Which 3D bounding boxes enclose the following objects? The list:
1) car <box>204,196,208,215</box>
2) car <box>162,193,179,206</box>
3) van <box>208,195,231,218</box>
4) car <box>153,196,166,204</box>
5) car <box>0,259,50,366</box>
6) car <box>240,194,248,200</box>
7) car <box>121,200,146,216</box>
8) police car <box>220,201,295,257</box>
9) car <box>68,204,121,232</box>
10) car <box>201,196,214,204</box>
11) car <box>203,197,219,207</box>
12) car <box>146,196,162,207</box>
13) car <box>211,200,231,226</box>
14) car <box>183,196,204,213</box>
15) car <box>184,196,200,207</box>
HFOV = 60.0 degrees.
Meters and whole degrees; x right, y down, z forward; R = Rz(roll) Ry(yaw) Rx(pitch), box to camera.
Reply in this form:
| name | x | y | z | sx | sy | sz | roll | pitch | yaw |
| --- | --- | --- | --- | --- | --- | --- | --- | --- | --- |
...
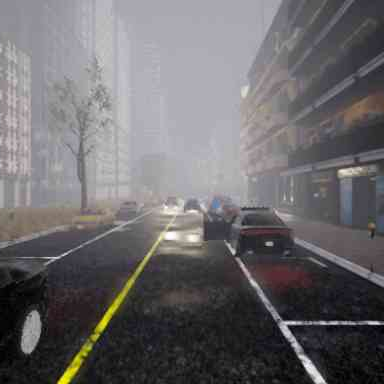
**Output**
| name | x | y | z | sx | sy | sz | roll | pitch | yaw |
| --- | --- | --- | --- | --- | --- | --- | --- | --- | --- |
| car | 2.696 | 1.309 | 36.119 | 1.967 | 1.590 | 4.097 | 0 | 0 | 0 |
| car | -2.992 | 1.341 | 50.149 | 1.837 | 1.490 | 4.892 | 0 | 0 | 0 |
| van | 2.695 | 1.228 | 30.586 | 1.690 | 1.788 | 3.998 | 0 | 0 | 0 |
| car | -5.679 | 1.344 | 58.252 | 1.887 | 1.381 | 4.507 | 0 | 0 | 0 |
| car | -3.100 | 1.465 | 3.053 | 1.882 | 1.535 | 5.008 | 0 | 0 | 0 |
| car | 13.442 | 1.089 | 77.654 | 4.403 | 1.369 | 2.008 | -1 | 1 | -1 |
| car | -5.685 | 1.469 | 30.590 | 1.802 | 1.307 | 4.206 | 0 | 0 | 0 |
| police car | 2.369 | 1.375 | 12.768 | 1.930 | 1.638 | 5.238 | 0 | 0 | 0 |
| car | -5.687 | 1.451 | 19.354 | 1.752 | 1.417 | 4.829 | 0 | 0 | 0 |
| car | 2.701 | 1.350 | 58.251 | 2.008 | 1.369 | 4.403 | 0 | 0 | 0 |
| car | 2.699 | 1.383 | 47.185 | 2.008 | 1.369 | 4.403 | 0 | 0 | 0 |
| car | -5.681 | 1.359 | 47.017 | 1.752 | 1.417 | 4.829 | 0 | 0 | 0 |
| car | 2.694 | 1.488 | 25.055 | 1.802 | 1.307 | 4.206 | 0 | 0 | 0 |
| car | 0.041 | 1.397 | 35.370 | 1.812 | 1.442 | 4.674 | 0 | 0 | 1 |
| car | 0.024 | 1.321 | 48.463 | 2.128 | 1.511 | 4.902 | 0 | 0 | 0 |
